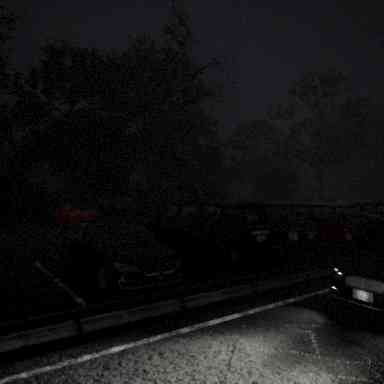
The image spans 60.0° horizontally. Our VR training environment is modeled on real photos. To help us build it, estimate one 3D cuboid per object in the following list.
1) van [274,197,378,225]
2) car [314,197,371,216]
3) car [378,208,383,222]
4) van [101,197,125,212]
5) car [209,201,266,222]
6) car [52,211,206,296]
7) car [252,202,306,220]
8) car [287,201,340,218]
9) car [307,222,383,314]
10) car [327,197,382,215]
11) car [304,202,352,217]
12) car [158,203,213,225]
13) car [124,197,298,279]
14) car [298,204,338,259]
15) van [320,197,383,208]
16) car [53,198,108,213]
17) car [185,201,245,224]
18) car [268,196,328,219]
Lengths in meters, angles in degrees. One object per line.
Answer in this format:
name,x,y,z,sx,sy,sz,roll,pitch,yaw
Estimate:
van,4.850,1.354,13.753,1.878,1.987,4.442,1,0,-36
car,17.526,1.605,39.006,2.435,2.045,5.566,1,-1,-36
car,7.065,1.610,15.472,2.231,1.521,4.892,1,0,-36
van,-5.213,1.325,22.925,1.878,1.987,4.442,1,0,-36
car,3.921,1.666,29.303,2.097,1.535,5.008,1,0,-36
car,-2.068,1.502,8.965,2.231,1.521,4.892,1,0,-36
car,8.431,1.753,32.572,2.163,1.488,4.792,1,0,-36
car,12.981,1.787,35.784,2.097,1.535,5.008,1,0,-36
car,4.975,1.570,7.233,4.902,1.511,2.128,1,0,-36
car,19.690,1.641,40.556,2.435,2.045,5.566,1,-1,-36
car,15.143,1.859,37.334,2.002,1.452,4.674,1,0,-36
car,-0.613,1.648,26.065,2.002,1.452,4.674,1,0,-36
car,0.204,1.275,10.614,2.435,2.045,5.566,1,0,-36
car,2.518,1.426,12.191,2.185,1.767,4.553,1,0,-36
van,9.276,1.412,17.202,1.878,1.987,4.442,1,0,-36
car,-7.392,1.399,21.189,2.185,1.767,4.553,1,0,-36
car,1.760,1.634,27.536,1.946,1.575,5.366,1,0,-36
car,10.730,1.503,34.146,2.435,2.045,5.566,1,0,-36
